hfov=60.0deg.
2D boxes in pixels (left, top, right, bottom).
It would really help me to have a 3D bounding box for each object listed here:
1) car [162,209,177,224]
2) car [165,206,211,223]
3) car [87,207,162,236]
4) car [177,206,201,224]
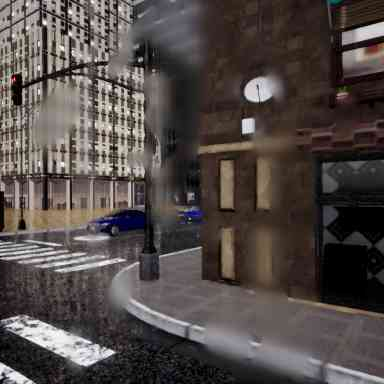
[{"bbox_3d":[-3.526,1.894,25.924,2.008,1.369,4.403,-2,-2,35],"label":"car"},{"bbox_3d":[-0.324,1.975,30.481,2.008,1.369,4.403,-2,-2,35],"label":"car"},{"bbox_3d":[-4.172,1.773,20.248,1.812,1.442,4.674,-1,-1,33],"label":"car"},{"bbox_3d":[1.247,1.862,27.965,1.882,1.535,5.008,-1,-1,35],"label":"car"}]
